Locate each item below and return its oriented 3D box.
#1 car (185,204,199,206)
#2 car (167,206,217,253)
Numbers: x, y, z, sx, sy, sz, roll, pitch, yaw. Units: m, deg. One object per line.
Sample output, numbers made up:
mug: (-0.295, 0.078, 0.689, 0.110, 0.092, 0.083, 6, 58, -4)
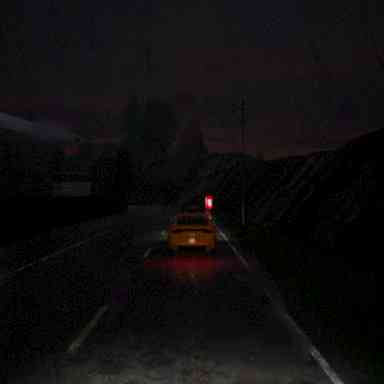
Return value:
car: (0.022, 1.811, 29.354, 1.812, 1.442, 4.674, 0, 0, 0)
car: (0.014, 1.619, 14.447, 1.882, 1.535, 5.008, 0, 0, 0)
